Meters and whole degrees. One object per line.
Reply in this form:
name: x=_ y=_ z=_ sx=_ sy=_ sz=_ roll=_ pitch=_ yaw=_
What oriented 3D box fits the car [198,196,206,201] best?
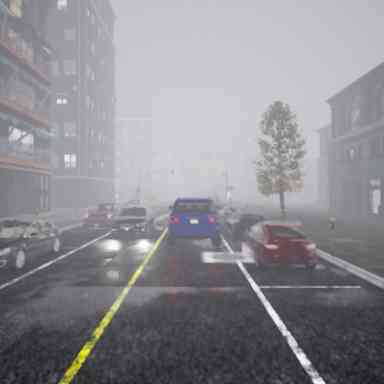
car: x=2.634 y=1.711 z=87.544 sx=2.008 sy=1.369 sz=4.403 roll=0 pitch=0 yaw=0

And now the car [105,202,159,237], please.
car: x=-3.111 y=1.523 z=18.300 sx=1.837 sy=1.490 sz=4.892 roll=0 pitch=0 yaw=0

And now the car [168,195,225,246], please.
car: x=0.089 y=1.235 z=15.384 sx=2.150 sy=2.045 sz=5.566 roll=0 pitch=0 yaw=0

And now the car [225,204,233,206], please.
car: x=2.677 y=1.575 z=21.895 sx=2.008 sy=1.369 sz=4.403 roll=0 pitch=0 yaw=0

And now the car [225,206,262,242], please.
car: x=2.681 y=1.581 z=16.357 sx=1.947 sy=1.339 sz=4.313 roll=0 pitch=0 yaw=0

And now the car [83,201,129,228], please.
car: x=-5.704 y=1.464 z=21.890 sx=1.967 sy=1.590 sz=4.097 roll=0 pitch=0 yaw=0

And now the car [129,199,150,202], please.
car: x=-5.710 y=1.482 z=32.969 sx=1.967 sy=1.590 sz=4.097 roll=0 pitch=0 yaw=0

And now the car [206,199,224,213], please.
car: x=2.666 y=1.577 z=38.683 sx=1.752 sy=1.417 sz=4.829 roll=0 pitch=0 yaw=0

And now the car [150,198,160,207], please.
car: x=-5.722 y=1.594 z=49.418 sx=1.752 sy=1.417 sz=4.829 roll=0 pitch=0 yaw=0

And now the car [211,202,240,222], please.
car: x=2.673 y=1.599 z=27.434 sx=1.947 sy=1.339 sz=4.313 roll=0 pitch=0 yaw=0

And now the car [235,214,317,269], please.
car: x=2.685 y=1.590 z=10.817 sx=1.802 sy=1.307 sz=4.206 roll=0 pitch=0 yaw=0

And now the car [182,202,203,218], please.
car: x=0.078 y=1.641 z=32.014 sx=1.895 sy=1.301 sz=4.718 roll=0 pitch=0 yaw=0

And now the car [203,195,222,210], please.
car: x=2.663 y=1.375 z=44.054 sx=2.192 sy=1.841 sz=5.009 roll=0 pitch=0 yaw=0

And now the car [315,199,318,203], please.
car: x=26.110 y=1.763 z=64.098 sx=4.507 sy=1.381 sz=1.887 roll=0 pitch=0 yaw=0

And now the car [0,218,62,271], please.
car: x=-5.696 y=1.559 z=10.812 sx=2.008 sy=1.369 sz=4.403 roll=0 pitch=0 yaw=0

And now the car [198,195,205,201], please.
car: x=2.630 y=1.619 z=93.242 sx=1.967 sy=1.590 sz=4.097 roll=0 pitch=0 yaw=0
